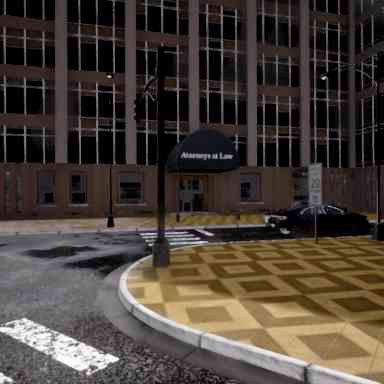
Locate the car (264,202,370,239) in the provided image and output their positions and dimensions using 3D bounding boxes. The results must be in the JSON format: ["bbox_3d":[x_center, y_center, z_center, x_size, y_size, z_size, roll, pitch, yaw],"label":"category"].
[{"bbox_3d":[6.082,1.309,15.891,4.902,1.511,2.128,0,0,-14],"label":"car"}]

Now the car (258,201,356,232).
[{"bbox_3d":[6.480,1.313,18.925,4.902,1.511,2.128,0,0,-14],"label":"car"}]
